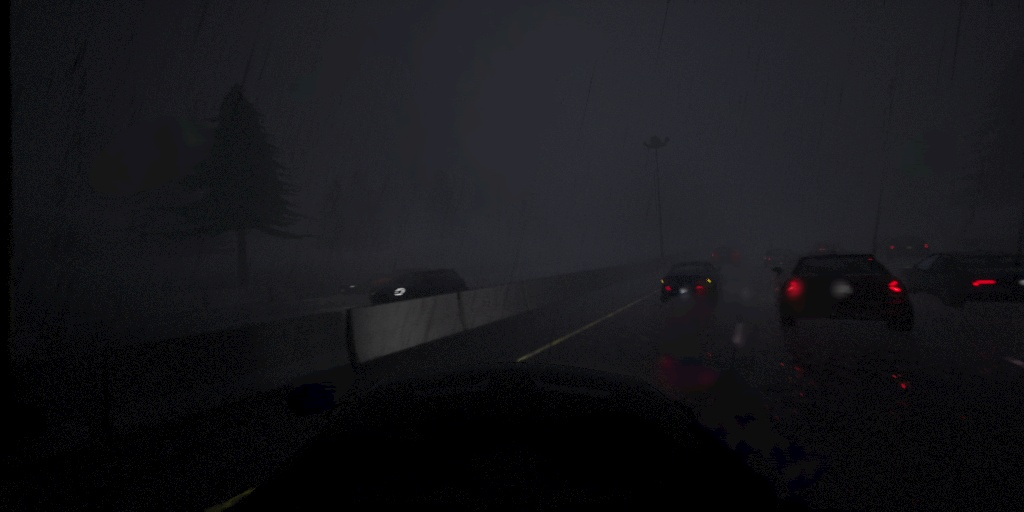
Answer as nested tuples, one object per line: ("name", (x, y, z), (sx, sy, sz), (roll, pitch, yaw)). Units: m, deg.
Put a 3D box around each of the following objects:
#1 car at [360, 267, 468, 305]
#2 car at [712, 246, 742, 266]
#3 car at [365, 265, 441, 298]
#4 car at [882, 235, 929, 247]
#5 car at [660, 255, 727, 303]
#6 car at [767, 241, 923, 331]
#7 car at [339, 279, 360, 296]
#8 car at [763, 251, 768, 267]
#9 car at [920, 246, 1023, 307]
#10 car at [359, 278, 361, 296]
("car", (-4.144, 1.425, 16.481), (2.097, 1.767, 4.553), (-4, 0, 34))
("car", (18.630, -0.069, 31.109), (2.097, 1.767, 4.553), (-4, 0, 34))
("car", (-7.277, 1.639, 24.324), (2.097, 1.767, 4.553), (-4, 0, 34))
("car", (27.512, -0.639, 25.525), (2.097, 1.767, 4.553), (-4, 0, 34))
("car", (7.036, 0.899, 13.927), (1.812, 1.442, 4.674), (-4, 0, 34))
("car", (8.060, 0.650, 9.216), (2.097, 1.767, 4.553), (-4, 0, 34))
("car", (-10.188, 1.999, 26.242), (1.812, 1.442, 4.674), (-4, 0, 34))
("car", (19.981, 0.113, 26.840), (1.895, 1.301, 4.718), (-4, 0, 34))
("car", (12.835, 0.551, 10.022), (2.033, 1.411, 5.357), (-4, 0, 34))
("car", (-5.729, 1.688, 20.362), (1.837, 1.490, 4.892), (-4, 0, 34))
